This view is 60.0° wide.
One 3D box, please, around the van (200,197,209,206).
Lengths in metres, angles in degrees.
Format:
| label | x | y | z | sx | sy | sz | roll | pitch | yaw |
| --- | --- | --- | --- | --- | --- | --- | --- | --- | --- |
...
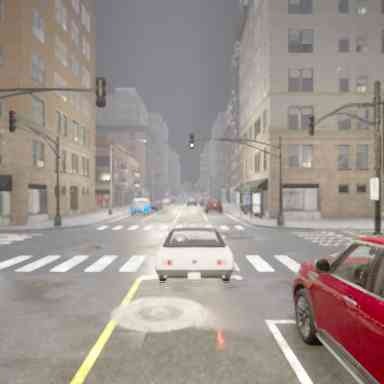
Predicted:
| label | x | y | z | sx | sy | sz | roll | pitch | yaw |
| --- | --- | --- | --- | --- | --- | --- | --- | --- | --- |
| van | 2.559 | 1.834 | 67.854 | 1.690 | 1.788 | 3.998 | 0 | 0 | 0 |

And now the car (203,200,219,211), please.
| label | x | y | z | sx | sy | sz | roll | pitch | yaw |
| --- | --- | --- | --- | --- | --- | --- | --- | --- | --- |
| car | 2.618 | 1.888 | 46.227 | 2.008 | 1.369 | 4.403 | 0 | 0 | 0 |

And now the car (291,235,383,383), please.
| label | x | y | z | sx | sy | sz | roll | pitch | yaw |
| --- | --- | --- | --- | --- | --- | --- | --- | --- | --- |
| car | 2.633 | 1.341 | 3.453 | 2.192 | 1.841 | 5.009 | 0 | 0 | 0 |

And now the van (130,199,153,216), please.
| label | x | y | z | sx | sy | sz | roll | pitch | yaw |
| --- | --- | --- | --- | --- | --- | --- | --- | --- | --- |
| van | -5.470 | 1.602 | 35.401 | 1.690 | 1.788 | 3.998 | 0 | 0 | 0 |

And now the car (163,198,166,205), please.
| label | x | y | z | sx | sy | sz | roll | pitch | yaw |
| --- | --- | --- | --- | --- | --- | --- | --- | --- | --- |
| car | -5.495 | 1.923 | 51.617 | 1.887 | 1.381 | 4.507 | 0 | 0 | 0 |

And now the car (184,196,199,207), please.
| label | x | y | z | sx | sy | sz | roll | pitch | yaw |
| --- | --- | --- | --- | --- | --- | --- | --- | --- | --- |
| car | -0.001 | 1.931 | 60.277 | 2.128 | 1.511 | 4.902 | 0 | 0 | 0 |

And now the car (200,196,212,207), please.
| label | x | y | z | sx | sy | sz | roll | pitch | yaw |
| --- | --- | --- | --- | --- | --- | --- | --- | --- | --- |
| car | 2.574 | 1.770 | 62.448 | 2.192 | 1.841 | 5.009 | 0 | 0 | 0 |

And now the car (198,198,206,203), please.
| label | x | y | z | sx | sy | sz | roll | pitch | yaw |
| --- | --- | --- | --- | --- | --- | --- | --- | --- | --- |
| car | 2.514 | 2.136 | 84.240 | 1.752 | 1.417 | 4.829 | 0 | 0 | 0 |

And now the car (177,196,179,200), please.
| label | x | y | z | sx | sy | sz | roll | pitch | yaw |
| --- | --- | --- | --- | --- | --- | --- | --- | --- | --- |
| car | -5.562 | 2.271 | 94.866 | 1.802 | 1.307 | 4.206 | 0 | 0 | 0 |

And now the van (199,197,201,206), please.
| label | x | y | z | sx | sy | sz | roll | pitch | yaw |
| --- | --- | --- | --- | --- | --- | --- | --- | --- | --- |
| van | 2.588 | 1.757 | 57.041 | 1.690 | 1.788 | 3.998 | 0 | 0 | 0 |

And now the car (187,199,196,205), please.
| label | x | y | z | sx | sy | sz | roll | pitch | yaw |
| --- | --- | --- | --- | --- | --- | --- | --- | --- | --- |
| car | -0.126 | 2.109 | 70.641 | 1.895 | 1.301 | 4.718 | 0 | 0 | 0 |

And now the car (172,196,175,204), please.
| label | x | y | z | sx | sy | sz | roll | pitch | yaw |
| --- | --- | --- | --- | --- | --- | --- | --- | --- | --- |
| car | -5.529 | 2.084 | 73.242 | 2.008 | 1.369 | 4.403 | 0 | 0 | 0 |

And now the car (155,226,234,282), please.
| label | x | y | z | sx | sy | sz | roll | pitch | yaw |
| --- | --- | --- | --- | --- | --- | --- | --- | --- | --- |
| car | 0.064 | 1.675 | 9.956 | 1.895 | 1.301 | 4.718 | 0 | 0 | 0 |

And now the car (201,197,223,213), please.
| label | x | y | z | sx | sy | sz | roll | pitch | yaw |
| --- | --- | --- | --- | --- | --- | --- | --- | --- | --- |
| car | 2.633 | 1.614 | 40.823 | 2.192 | 1.841 | 5.009 | 0 | 0 | 0 |

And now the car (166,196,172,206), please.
| label | x | y | z | sx | sy | sz | roll | pitch | yaw |
| --- | --- | --- | --- | --- | --- | --- | --- | --- | --- |
| car | -5.520 | 2.019 | 67.667 | 1.752 | 1.417 | 4.829 | 0 | 0 | 0 |

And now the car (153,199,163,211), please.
| label | x | y | z | sx | sy | sz | roll | pitch | yaw |
| --- | --- | --- | --- | --- | --- | --- | --- | --- | --- |
| car | -5.487 | 1.905 | 46.211 | 1.947 | 1.339 | 4.313 | 0 | 0 | 0 |
